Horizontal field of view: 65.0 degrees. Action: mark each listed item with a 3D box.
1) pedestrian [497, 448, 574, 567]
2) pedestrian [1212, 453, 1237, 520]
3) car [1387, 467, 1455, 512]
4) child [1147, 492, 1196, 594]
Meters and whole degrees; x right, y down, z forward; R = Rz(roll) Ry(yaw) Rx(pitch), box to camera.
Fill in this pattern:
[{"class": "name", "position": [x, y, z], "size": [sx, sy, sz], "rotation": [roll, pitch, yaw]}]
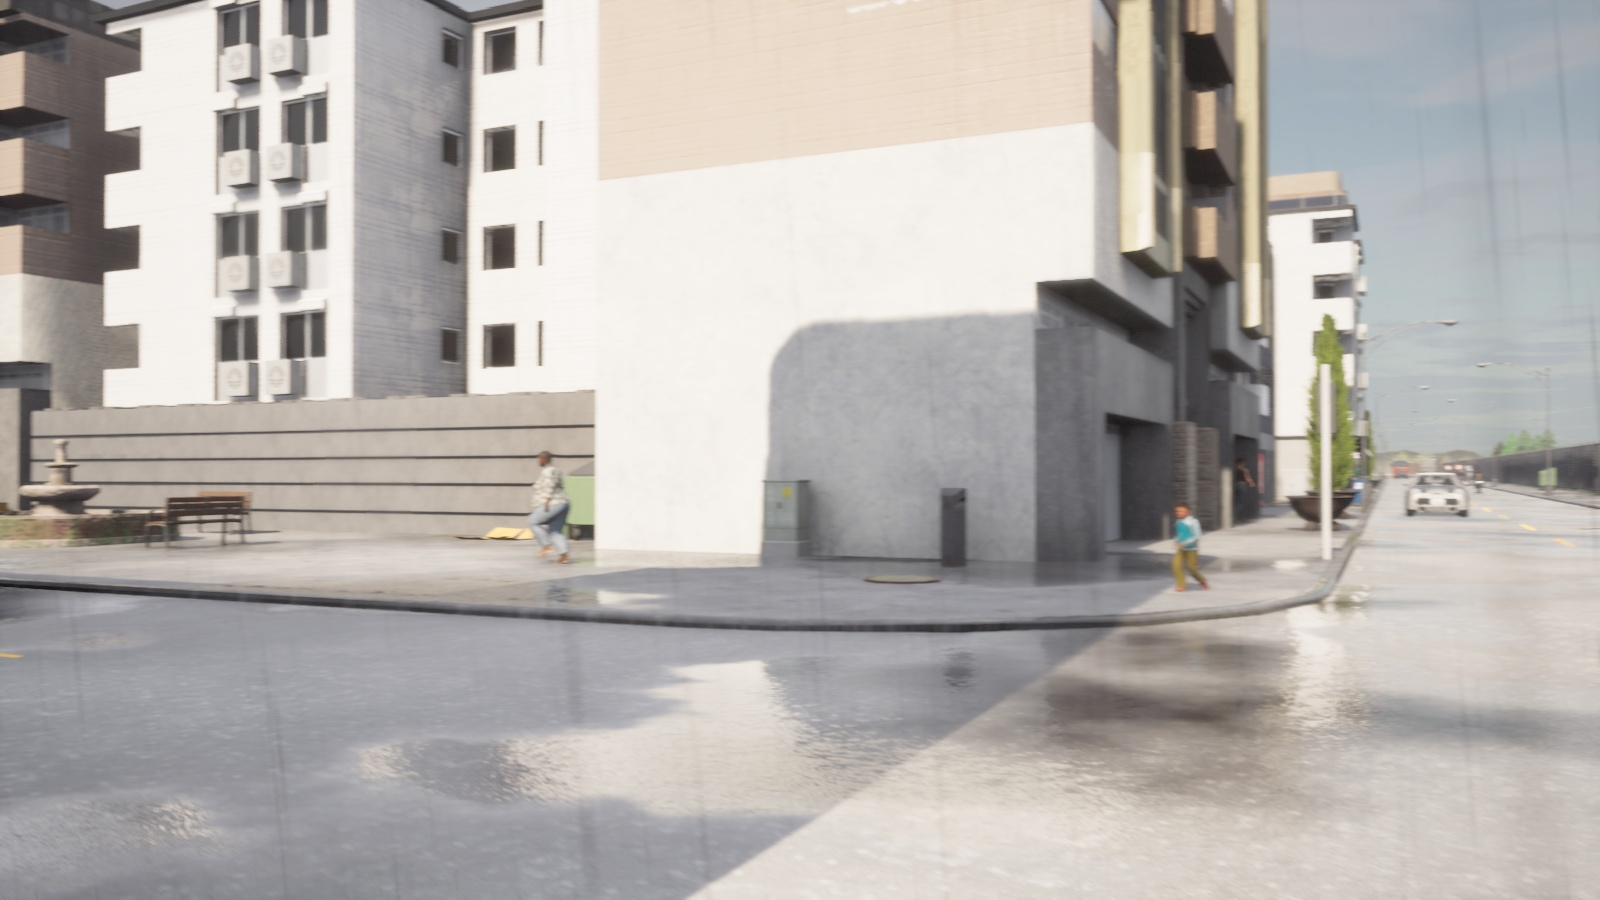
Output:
[{"class": "pedestrian", "position": [-4.230, 0.911, 20.100], "size": [0.900, 1.855, 0.874], "rotation": [-1, -1, 14]}, {"class": "pedestrian", "position": [11.750, 1.008, 34.736], "size": [0.594, 1.836, 0.345], "rotation": [0, -1, -38]}, {"class": "car", "position": [21.312, 1.319, 43.208], "size": [1.970, 1.475, 3.806], "rotation": [-1, -1, 25]}, {"class": "child", "position": [4.505, 1.117, 15.223], "size": [0.448, 1.192, 0.343], "rotation": [0, -1, -33]}]
